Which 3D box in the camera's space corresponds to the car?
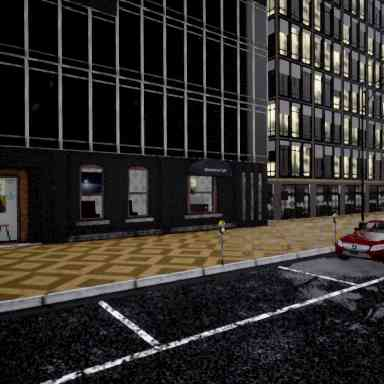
[{"bbox_3d":[6.587,1.580,11.240,4.206,1.307,1.802,0,0,-35],"label":"car"}]
